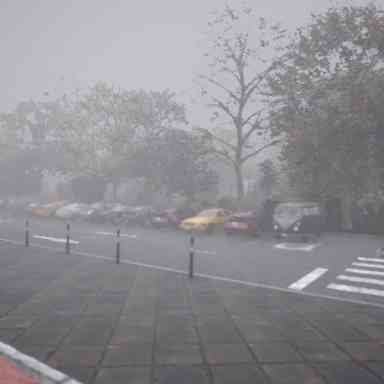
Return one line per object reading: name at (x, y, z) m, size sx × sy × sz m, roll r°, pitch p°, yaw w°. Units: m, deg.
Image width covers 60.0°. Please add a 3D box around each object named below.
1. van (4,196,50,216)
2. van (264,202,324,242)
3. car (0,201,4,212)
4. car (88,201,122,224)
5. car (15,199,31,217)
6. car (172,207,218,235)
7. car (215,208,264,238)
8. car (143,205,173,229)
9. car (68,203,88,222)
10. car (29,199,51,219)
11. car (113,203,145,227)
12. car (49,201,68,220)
van at (-16.601, 1.446, 34.687) m, size 1.878 × 1.987 × 4.442 m, roll 0°, pitch 0°, yaw 35°
van at (5.882, 1.571, 18.414) m, size 1.878 × 1.987 × 4.442 m, roll 0°, pitch 0°, yaw 35°
car at (-21.210, 1.679, 37.786) m, size 2.163 × 1.488 × 4.792 m, roll 0°, pitch 0°, yaw 35°
car at (-5.355, 1.731, 26.555) m, size 2.097 × 1.535 × 5.008 m, roll 0°, pitch 0°, yaw 35°
car at (-14.410, 1.724, 32.982) m, size 2.002 × 1.452 × 4.674 m, roll 0°, pitch 0°, yaw 35°
car at (1.317, 1.767, 21.575) m, size 1.946 × 1.575 × 5.366 m, roll 0°, pitch 0°, yaw 35°
car at (3.706, 1.813, 20.142) m, size 2.163 × 1.488 × 4.792 m, roll 0°, pitch 0°, yaw 35°
car at (-0.819, 1.786, 23.358) m, size 2.163 × 1.488 × 4.792 m, roll 0°, pitch 0°, yaw 35°
car at (-7.602, 1.593, 28.184) m, size 2.185 × 1.767 × 4.553 m, roll 0°, pitch 0°, yaw 35°
car at (-12.148, 1.695, 31.371) m, size 2.097 × 1.535 × 5.008 m, roll 0°, pitch 0°, yaw 35°
car at (-3.100, 1.745, 24.937) m, size 2.231 × 1.521 × 4.892 m, roll 0°, pitch 0°, yaw 35°
car at (-9.884, 1.747, 29.766) m, size 2.002 × 1.452 × 4.674 m, roll 0°, pitch 0°, yaw 35°
